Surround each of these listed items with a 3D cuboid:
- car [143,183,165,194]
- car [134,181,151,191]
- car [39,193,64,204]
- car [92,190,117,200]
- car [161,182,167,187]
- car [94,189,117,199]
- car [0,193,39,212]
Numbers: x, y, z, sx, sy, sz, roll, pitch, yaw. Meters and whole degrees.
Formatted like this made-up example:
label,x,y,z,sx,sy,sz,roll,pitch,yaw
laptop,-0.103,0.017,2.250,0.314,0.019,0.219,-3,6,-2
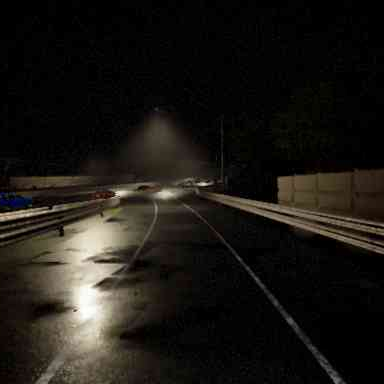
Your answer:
label,x,y,z,sx,sy,sz,roll,pitch,yaw
car,-7.804,-0.459,68.732,1.882,1.535,5.008,1,3,12
car,-11.890,-1.160,82.671,2.128,1.511,4.902,1,3,12
car,-19.954,0.819,45.952,2.033,1.411,5.357,1,3,12
car,-12.448,0.530,47.592,2.097,1.767,4.553,0,4,12
car,-8.471,-1.144,81.921,1.837,1.490,4.892,1,3,12
car,-14.323,0.337,55.402,1.994,1.385,4.181,1,3,12
car,-18.877,1.070,34.339,2.150,2.045,5.566,1,3,12
